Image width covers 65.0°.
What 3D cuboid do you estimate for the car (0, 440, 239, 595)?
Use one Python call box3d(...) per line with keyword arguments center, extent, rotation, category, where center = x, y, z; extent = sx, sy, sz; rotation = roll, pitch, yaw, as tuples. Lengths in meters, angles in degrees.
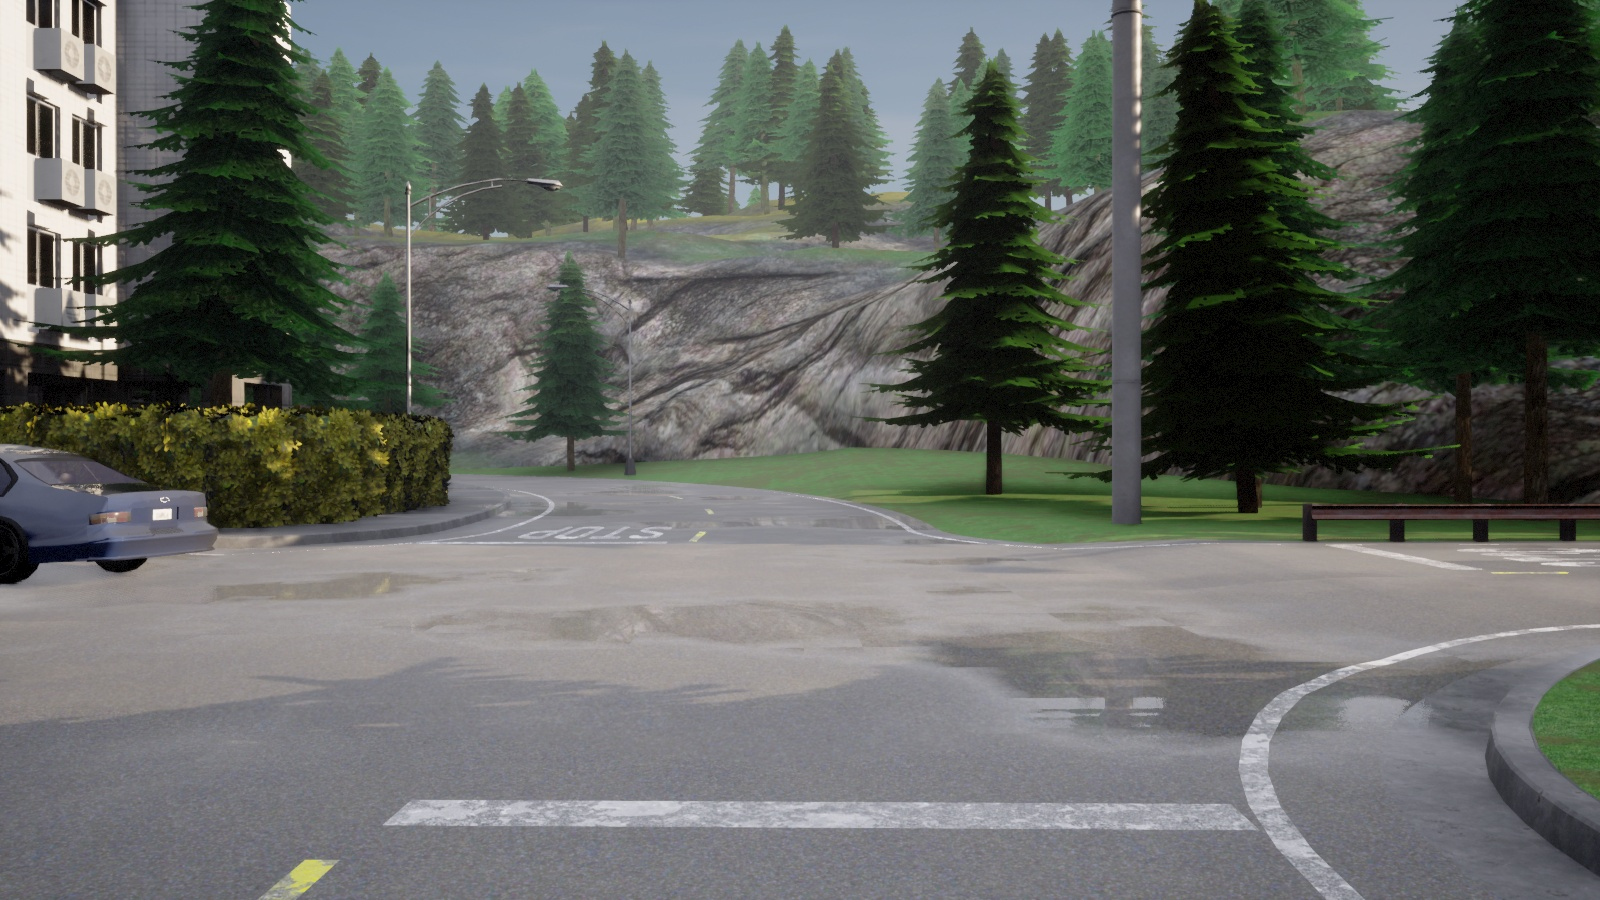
box3d(center=(-9.259, 0.604, 13.918), extent=(5.357, 1.411, 2.033), rotation=(3, 0, 13), category="car")
